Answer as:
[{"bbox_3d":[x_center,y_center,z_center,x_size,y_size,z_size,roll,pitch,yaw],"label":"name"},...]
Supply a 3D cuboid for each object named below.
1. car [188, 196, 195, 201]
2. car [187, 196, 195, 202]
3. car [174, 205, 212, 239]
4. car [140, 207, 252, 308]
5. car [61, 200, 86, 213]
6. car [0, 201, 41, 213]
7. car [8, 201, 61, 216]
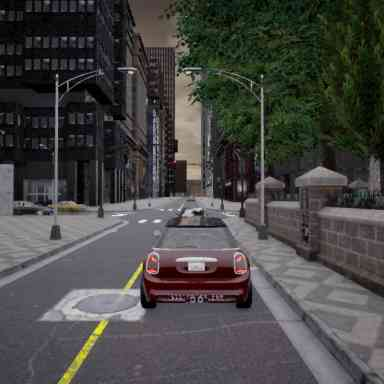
[{"bbox_3d":[-0.249,1.710,90.108,1.812,1.442,4.674,0,0,0],"label":"car"},{"bbox_3d":[-0.220,1.730,79.689,2.033,1.411,5.357,0,0,0],"label":"car"},{"bbox_3d":[0.047,1.541,18.197,1.812,1.442,4.674,0,0,0],"label":"car"},{"bbox_3d":[0.076,1.357,8.070,2.097,1.767,4.553,0,0,0],"label":"car"},{"bbox_3d":[-14.876,1.675,38.639,4.829,1.417,1.752,0,-1,0],"label":"car"},{"bbox_3d":[-20.218,1.708,38.654,4.403,1.369,2.008,0,-1,0],"label":"car"},{"bbox_3d":[-14.720,1.517,30.115,4.403,1.369,2.008,0,-1,0],"label":"car"}]
